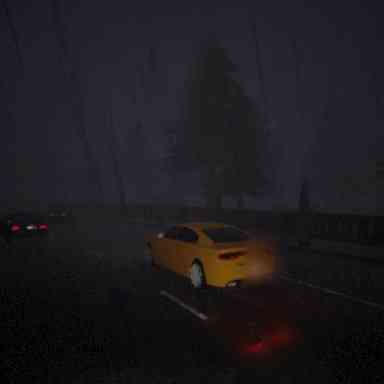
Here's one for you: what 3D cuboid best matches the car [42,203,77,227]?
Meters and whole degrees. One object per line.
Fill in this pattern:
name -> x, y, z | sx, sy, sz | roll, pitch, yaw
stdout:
car -> -10.279, 1.667, 24.819 | 2.097, 1.767, 4.553 | 1, -1, -39

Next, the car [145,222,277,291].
car -> 0.224, 1.603, 9.623 | 1.882, 1.535, 5.008 | 1, -1, -29

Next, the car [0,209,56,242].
car -> -9.253, 1.774, 17.914 | 2.033, 1.411, 5.357 | 1, -1, -37
